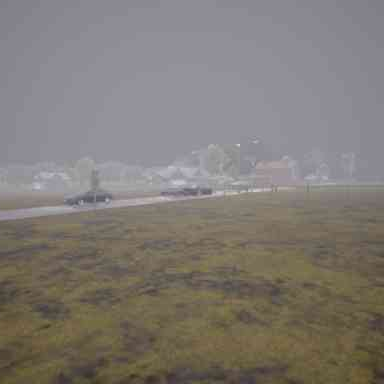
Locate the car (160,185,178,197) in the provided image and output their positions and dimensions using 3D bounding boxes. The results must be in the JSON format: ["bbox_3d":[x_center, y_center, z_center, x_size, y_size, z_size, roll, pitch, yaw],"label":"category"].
[{"bbox_3d":[-1.693,-0.170,41.681,2.033,1.411,5.357,1,3,36],"label":"car"}]

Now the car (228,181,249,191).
[{"bbox_3d":[7.627,-0.956,54.341,2.128,1.511,4.902,1,3,36],"label":"car"}]

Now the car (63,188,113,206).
[{"bbox_3d":[-9.571,0.439,30.869,1.837,1.490,4.892,1,4,36],"label":"car"}]

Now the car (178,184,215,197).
[{"bbox_3d":[0.859,-0.219,40.193,1.882,1.535,5.008,1,3,36],"label":"car"}]
